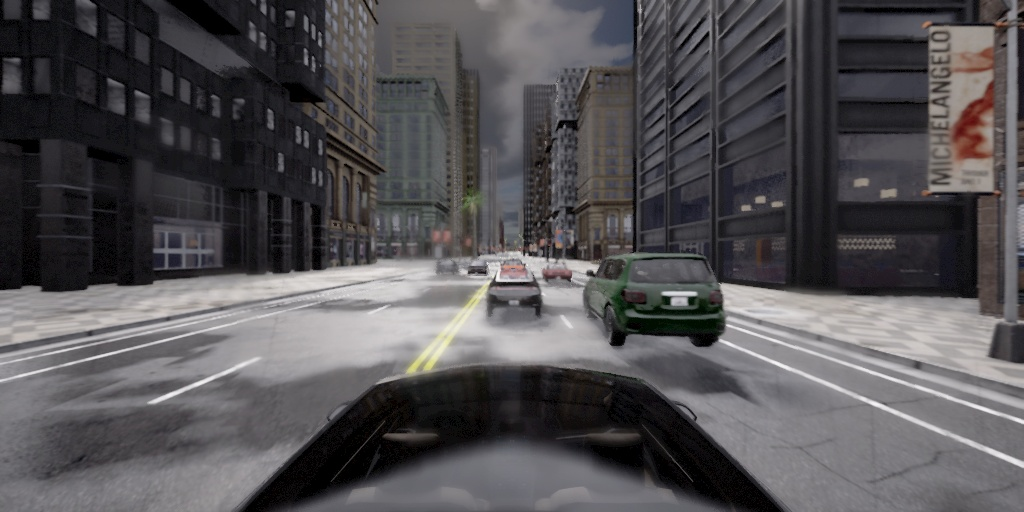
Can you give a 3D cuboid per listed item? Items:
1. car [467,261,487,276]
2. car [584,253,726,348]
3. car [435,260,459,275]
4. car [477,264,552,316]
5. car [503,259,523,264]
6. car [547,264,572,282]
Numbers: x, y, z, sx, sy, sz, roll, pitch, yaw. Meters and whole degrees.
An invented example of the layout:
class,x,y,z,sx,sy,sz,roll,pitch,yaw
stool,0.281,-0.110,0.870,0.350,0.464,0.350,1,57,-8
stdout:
class,x,y,z,sx,sy,sz,roll,pitch,yaw
car,-3.344,1.175,36.159,2.033,1.411,5.357,0,0,0
car,3.288,0.946,9.393,2.150,2.045,5.566,0,0,3
car,-6.588,1.149,37.021,1.812,1.442,4.674,0,0,0
car,0.087,1.203,13.281,2.128,1.511,4.902,0,0,0
car,0.092,1.010,28.935,2.097,1.767,4.553,0,0,0
car,3.339,1.264,27.585,1.895,1.301,4.718,0,0,0
